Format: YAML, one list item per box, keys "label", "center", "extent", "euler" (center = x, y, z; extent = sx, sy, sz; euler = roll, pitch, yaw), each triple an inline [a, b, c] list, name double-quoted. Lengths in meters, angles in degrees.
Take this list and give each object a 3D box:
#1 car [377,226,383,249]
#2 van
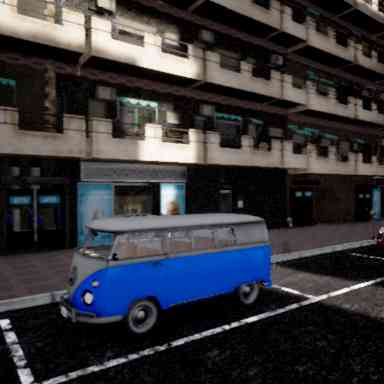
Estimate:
- label: "car"
  center: [8.988, 1.434, 12.971]
  extent: [4.097, 1.590, 1.967]
  euler: [0, -1, -35]
- label: "van"
  center: [-0.260, 1.334, 6.357]
  extent: [3.998, 1.788, 1.690]
  euler: [0, -1, -35]
